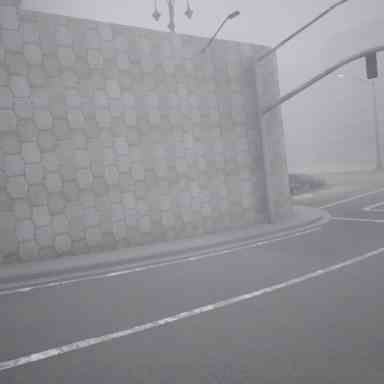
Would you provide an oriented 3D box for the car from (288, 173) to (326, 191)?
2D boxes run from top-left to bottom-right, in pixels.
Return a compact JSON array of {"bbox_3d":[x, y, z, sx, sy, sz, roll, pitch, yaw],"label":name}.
[{"bbox_3d":[9.704,-0.956,30.217,1.837,1.490,4.892,-10,7,-35],"label":"car"}]

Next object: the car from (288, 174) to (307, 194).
[{"bbox_3d":[6.662,-0.399,28.539,2.033,1.411,5.357,-10,6,-35],"label":"car"}]
